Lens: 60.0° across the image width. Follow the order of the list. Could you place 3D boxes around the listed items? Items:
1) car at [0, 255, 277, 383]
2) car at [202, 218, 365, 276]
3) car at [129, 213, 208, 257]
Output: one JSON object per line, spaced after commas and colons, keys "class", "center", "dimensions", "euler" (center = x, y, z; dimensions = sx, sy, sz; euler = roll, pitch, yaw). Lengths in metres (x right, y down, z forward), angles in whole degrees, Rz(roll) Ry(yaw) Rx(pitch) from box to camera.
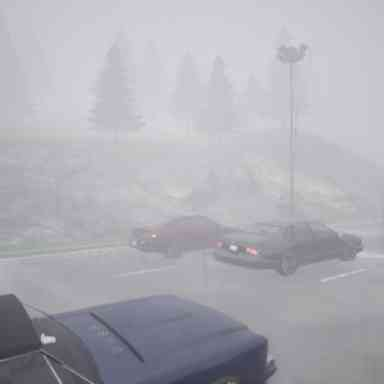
{"class": "car", "center": [-1.501, 1.601, 2.678], "dimensions": [4.718, 1.301, 1.895], "euler": [0, 0, -35]}
{"class": "car", "center": [3.144, 1.528, 10.285], "dimensions": [5.357, 1.411, 2.033], "euler": [0, 0, -36]}
{"class": "car", "center": [-0.029, 1.511, 12.321], "dimensions": [4.674, 1.442, 1.812], "euler": [0, 0, -35]}
